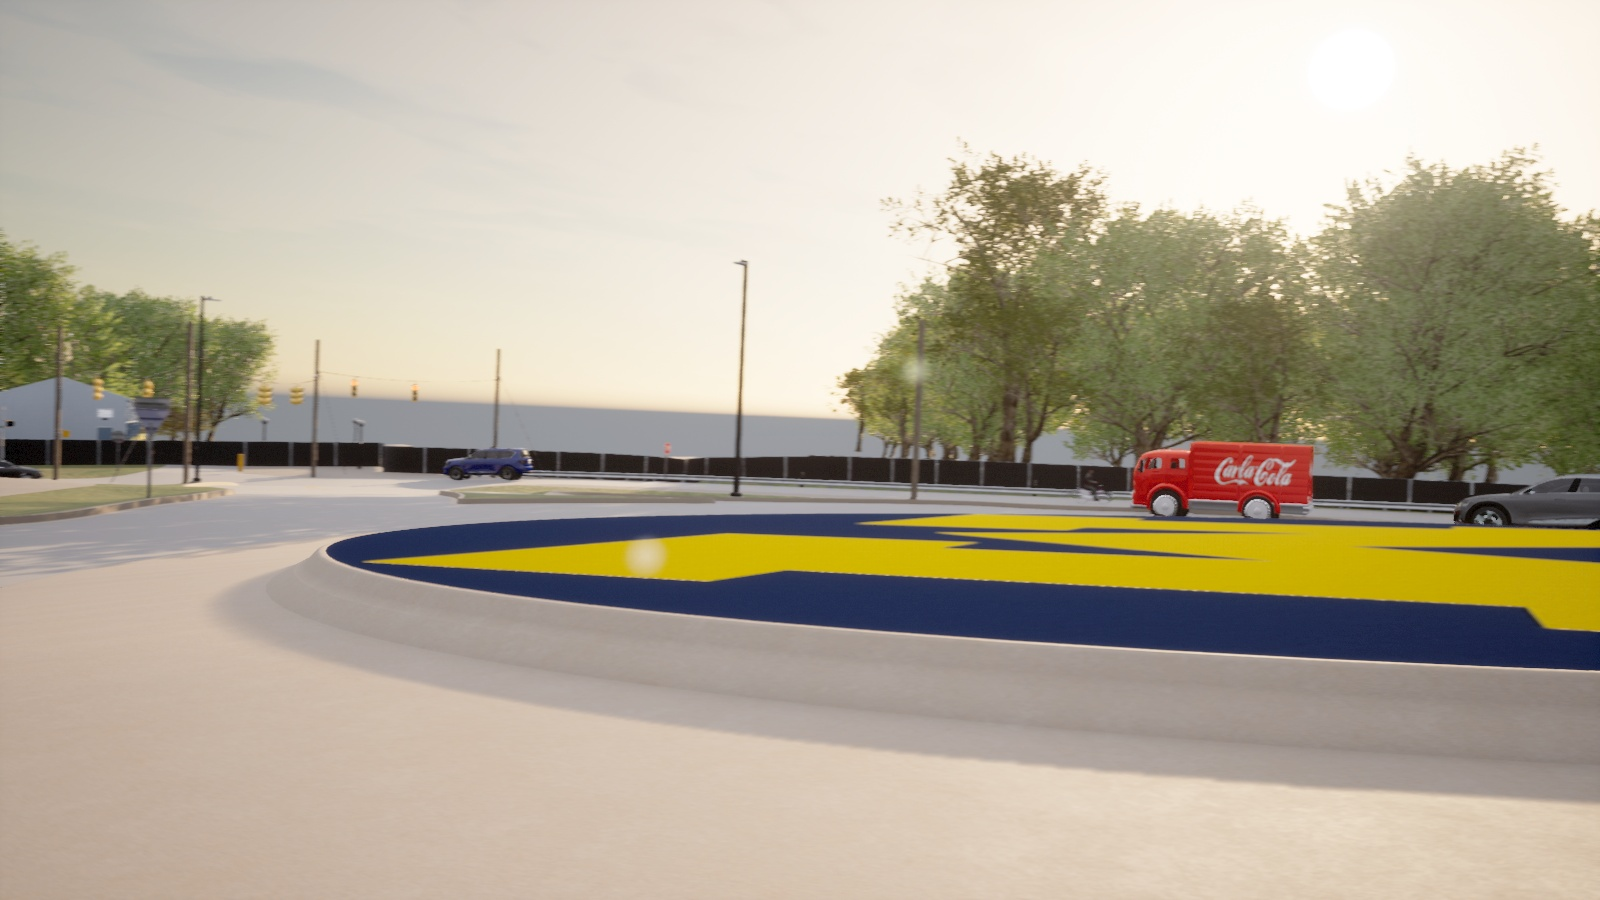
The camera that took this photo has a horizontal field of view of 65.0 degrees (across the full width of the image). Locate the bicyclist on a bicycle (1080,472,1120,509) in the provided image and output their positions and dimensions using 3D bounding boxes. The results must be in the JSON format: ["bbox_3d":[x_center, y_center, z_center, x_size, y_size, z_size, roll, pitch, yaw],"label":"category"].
[{"bbox_3d":[15.296,2.040,64.100,1.843,1.776,0.659,2,1,25],"label":"bicyclist on a bicycle"}]

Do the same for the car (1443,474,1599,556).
[{"bbox_3d":[18.073,1.561,29.480,4.856,1.649,2.033,1,-7,43],"label":"car"}]

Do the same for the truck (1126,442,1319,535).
[{"bbox_3d":[12.916,1.094,38.397,5.204,2.467,2.627,2,1,26],"label":"truck"}]

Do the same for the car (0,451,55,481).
[{"bbox_3d":[-43.323,0.839,67.840,1.837,1.490,4.892,4,2,43],"label":"car"}]

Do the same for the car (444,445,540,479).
[{"bbox_3d":[-19.669,0.763,80.337,5.566,2.045,2.150,0,2,3],"label":"car"}]
